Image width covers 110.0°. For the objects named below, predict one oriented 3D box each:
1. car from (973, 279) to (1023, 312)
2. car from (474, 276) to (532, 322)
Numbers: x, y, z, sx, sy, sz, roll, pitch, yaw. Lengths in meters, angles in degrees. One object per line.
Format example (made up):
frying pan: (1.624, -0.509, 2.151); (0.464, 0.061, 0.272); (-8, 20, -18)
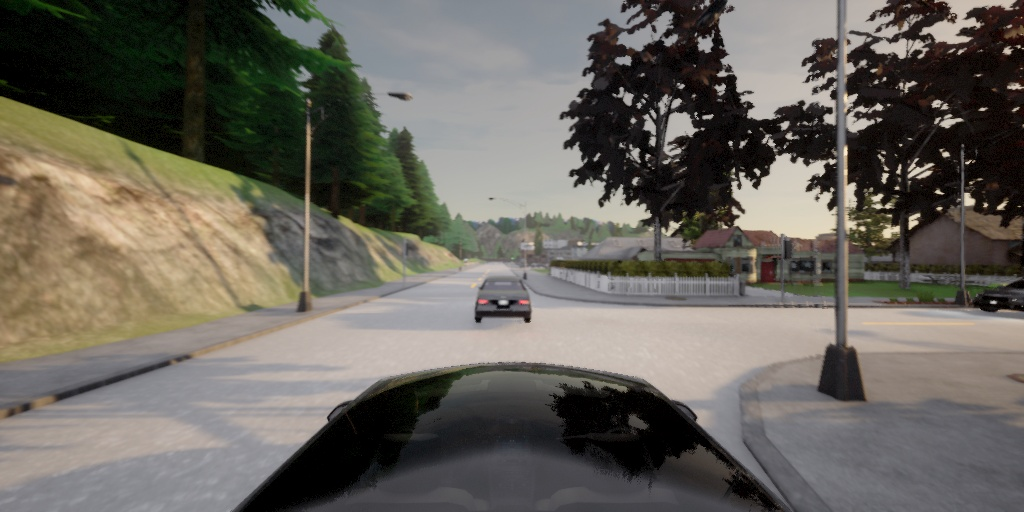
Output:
car: (21.453, 1.616, 14.262); (4.892, 1.490, 1.837); (1, -1, -2)
car: (-0.333, 1.413, 12.838); (2.033, 1.411, 5.357); (1, -1, -2)
